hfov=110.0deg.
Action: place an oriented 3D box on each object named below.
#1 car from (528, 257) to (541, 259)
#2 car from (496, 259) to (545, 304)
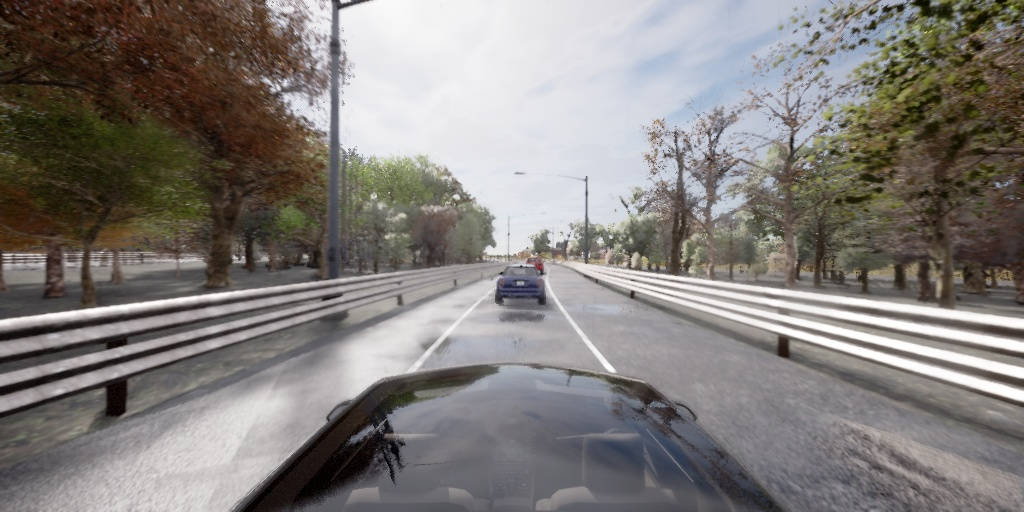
[{"bbox_3d":[2.992,1.175,46.637,2.150,2.045,5.566,0,0,7],"label":"car"},{"bbox_3d":[0.455,1.159,16.908,2.097,1.767,4.553,0,0,3],"label":"car"}]
